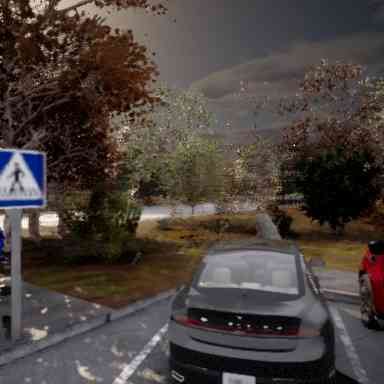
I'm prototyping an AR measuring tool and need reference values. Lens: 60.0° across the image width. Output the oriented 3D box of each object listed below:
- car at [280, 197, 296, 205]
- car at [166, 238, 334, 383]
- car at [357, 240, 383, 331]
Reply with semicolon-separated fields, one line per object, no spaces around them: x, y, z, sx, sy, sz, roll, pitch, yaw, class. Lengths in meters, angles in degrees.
17.677;1.555;59.246;5.357;1.411;2.033;-2;1;-36;car
1.052;1.491;5.364;2.231;1.521;4.892;0;-1;15;car
3.484;1.241;3.676;2.435;2.045;5.566;0;-1;15;car
